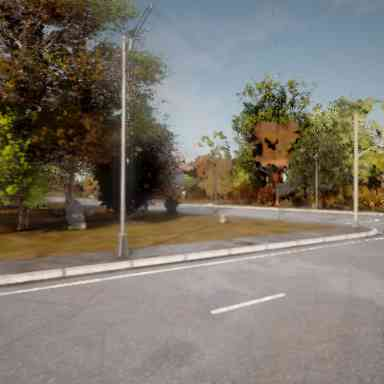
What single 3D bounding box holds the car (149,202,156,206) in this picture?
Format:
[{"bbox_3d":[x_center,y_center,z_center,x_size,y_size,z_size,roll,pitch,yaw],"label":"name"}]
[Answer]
[{"bbox_3d":[-8.171,1.748,58.515,1.812,1.442,4.674,1,-1,-38],"label":"car"}]
